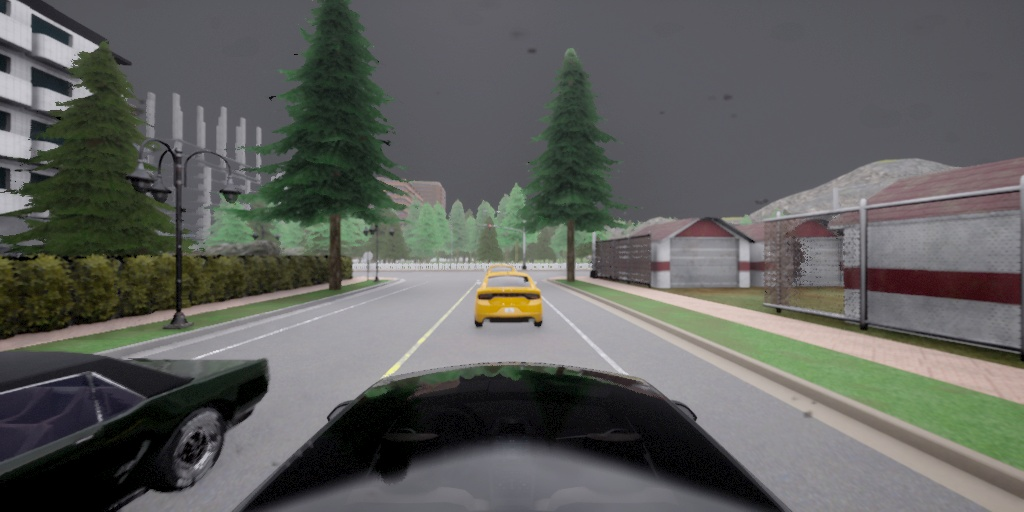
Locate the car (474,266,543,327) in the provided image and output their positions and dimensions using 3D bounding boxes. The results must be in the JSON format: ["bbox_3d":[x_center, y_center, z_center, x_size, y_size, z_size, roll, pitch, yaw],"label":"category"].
[{"bbox_3d":[-0.148,1.238,11.577,1.882,1.535,5.008,0,0,-2],"label":"car"}]

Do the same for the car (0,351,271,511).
[{"bbox_3d":[-3.640,1.351,1.778,1.895,1.301,4.718,0,0,0],"label":"car"}]
